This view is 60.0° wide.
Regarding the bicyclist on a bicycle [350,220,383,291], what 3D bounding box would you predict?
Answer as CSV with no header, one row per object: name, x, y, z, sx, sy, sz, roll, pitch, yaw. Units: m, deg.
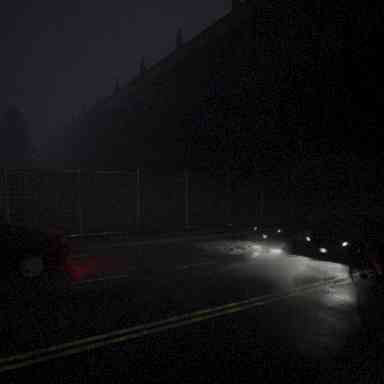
bicyclist on a bicycle,4.208,1.455,7.252,0.582,1.620,1.656,0,-2,-33

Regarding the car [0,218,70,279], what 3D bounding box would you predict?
car,-5.826,1.478,8.614,5.008,1.535,1.882,0,0,-31

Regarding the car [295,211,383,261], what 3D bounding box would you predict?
car,6.580,1.547,12.498,5.357,1.411,2.033,0,0,-33

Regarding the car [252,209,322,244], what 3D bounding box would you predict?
car,5.381,1.547,15.910,5.357,1.411,2.033,0,0,-33
